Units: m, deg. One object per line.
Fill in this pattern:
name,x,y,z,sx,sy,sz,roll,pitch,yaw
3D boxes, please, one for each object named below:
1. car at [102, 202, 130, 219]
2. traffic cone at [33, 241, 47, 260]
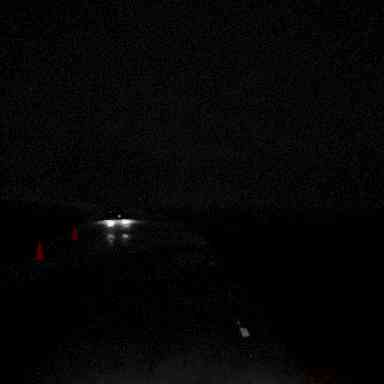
car,-6.935,1.598,29.707,2.033,1.411,5.357,0,0,-22
traffic cone,-5.152,1.964,11.251,0.340,0.580,0.340,0,0,-5
